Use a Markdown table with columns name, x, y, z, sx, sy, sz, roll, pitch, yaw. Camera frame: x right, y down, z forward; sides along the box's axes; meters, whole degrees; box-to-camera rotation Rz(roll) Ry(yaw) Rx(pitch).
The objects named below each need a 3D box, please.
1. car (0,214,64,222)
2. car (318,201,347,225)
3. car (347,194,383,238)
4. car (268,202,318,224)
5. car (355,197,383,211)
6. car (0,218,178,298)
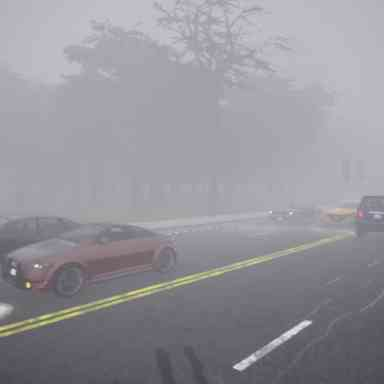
| name | x | y | z | sx | sy | sz | roll | pitch | yaw |
| --- | --- | --- | --- | --- | --- | --- | --- | --- | --- |
| car | -5.103 | 1.413 | 10.093 | 2.033 | 1.411 | 5.357 | 1 | 1 | 43 |
| car | 10.376 | 1.311 | 21.758 | 1.882 | 1.535 | 5.008 | 1 | 1 | 43 |
| car | 9.652 | 1.109 | 15.962 | 2.150 | 2.045 | 5.566 | 1 | 1 | 43 |
| car | 7.236 | 1.407 | 23.167 | 1.895 | 1.301 | 4.718 | 1 | 1 | 43 |
| car | 19.504 | 1.244 | 36.137 | 1.994 | 1.385 | 4.181 | 1 | 1 | 44 |
| car | -2.315 | 1.459 | 8.311 | 1.994 | 1.385 | 4.181 | 1 | 1 | 43 |
